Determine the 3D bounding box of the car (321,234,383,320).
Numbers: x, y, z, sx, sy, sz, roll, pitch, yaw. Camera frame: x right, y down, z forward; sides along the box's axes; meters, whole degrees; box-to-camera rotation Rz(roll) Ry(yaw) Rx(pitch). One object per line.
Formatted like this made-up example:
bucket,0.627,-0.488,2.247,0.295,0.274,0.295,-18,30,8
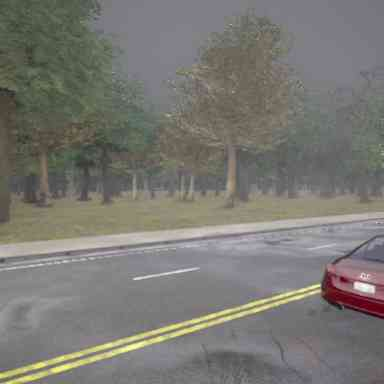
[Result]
car,4.466,1.527,6.630,4.181,1.385,1.994,0,0,-36
